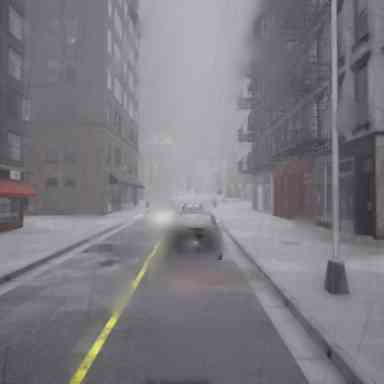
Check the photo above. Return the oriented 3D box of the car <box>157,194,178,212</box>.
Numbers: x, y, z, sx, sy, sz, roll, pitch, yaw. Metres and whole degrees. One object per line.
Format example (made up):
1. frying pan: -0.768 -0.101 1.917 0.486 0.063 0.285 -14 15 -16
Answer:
1. car: -2.805 1.354 36.941 2.128 1.511 4.902 0 0 0

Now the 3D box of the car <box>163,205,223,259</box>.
1. car: 0.074 1.445 12.435 1.882 1.535 5.008 0 -1 1

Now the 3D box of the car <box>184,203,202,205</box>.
1. car: 0.073 1.516 26.121 1.895 1.301 4.718 0 0 0
